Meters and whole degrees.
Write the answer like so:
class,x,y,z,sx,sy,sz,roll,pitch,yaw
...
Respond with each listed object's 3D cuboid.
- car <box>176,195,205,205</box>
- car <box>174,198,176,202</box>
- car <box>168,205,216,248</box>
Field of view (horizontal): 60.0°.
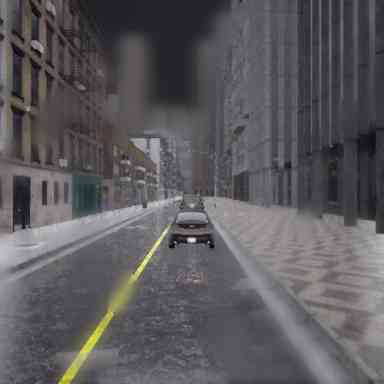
class,x,y,z,sx,sy,sz,roll,pitch,yaw
car,0.000,1.269,29.681,2.150,2.045,5.566,0,0,0
car,-3.001,1.582,76.712,1.812,1.442,4.674,0,0,0
car,0.000,1.519,14.650,1.837,1.490,4.892,0,0,0
